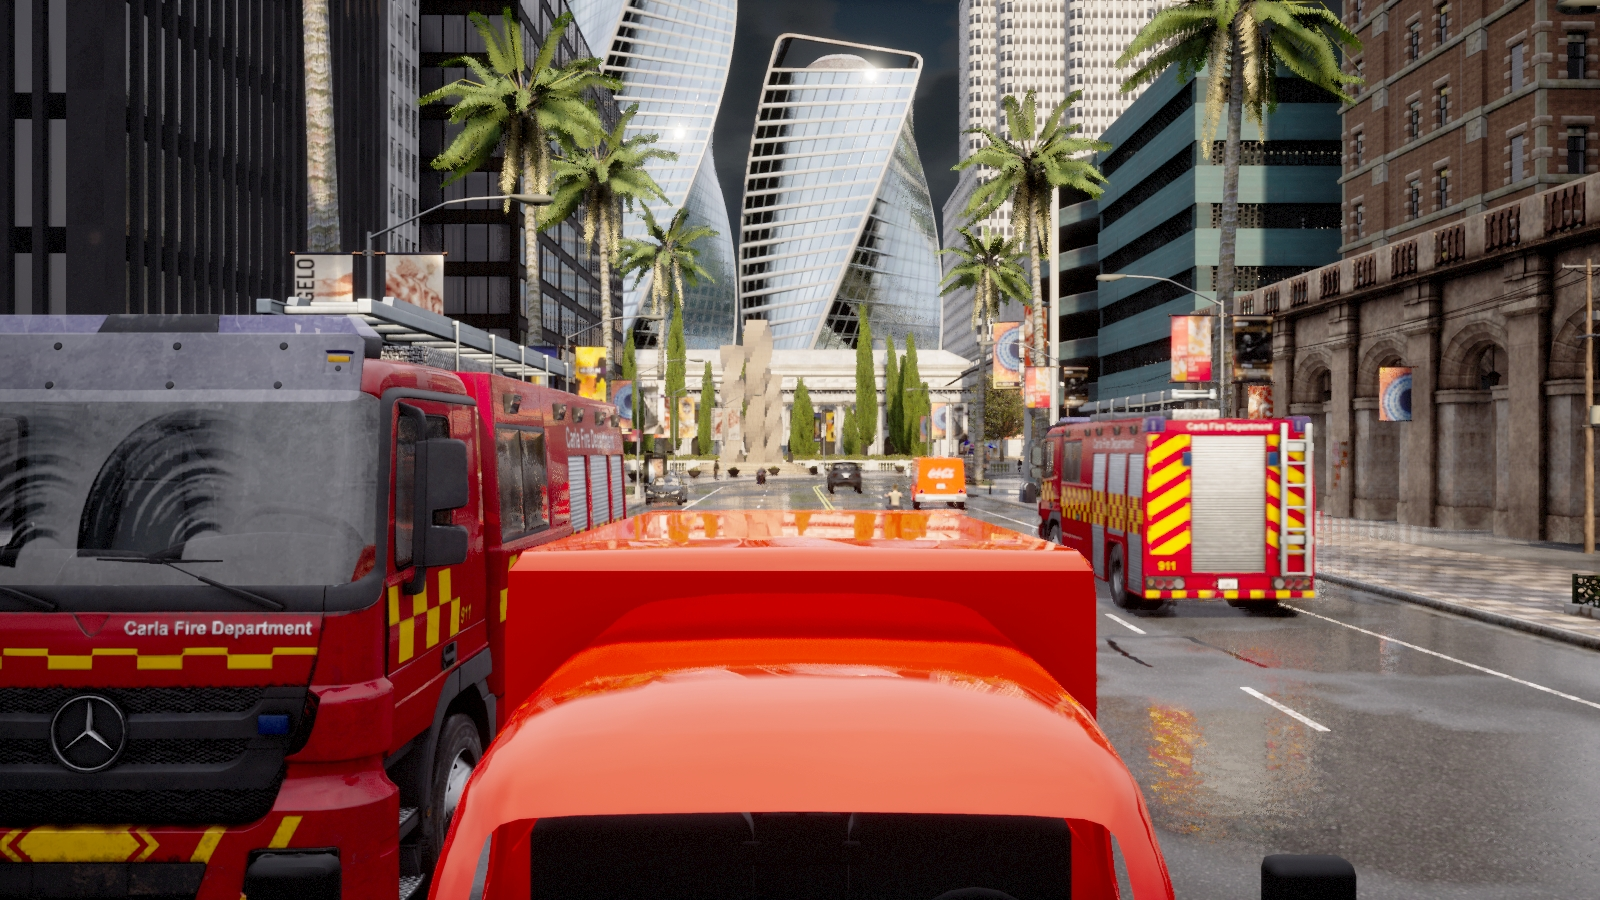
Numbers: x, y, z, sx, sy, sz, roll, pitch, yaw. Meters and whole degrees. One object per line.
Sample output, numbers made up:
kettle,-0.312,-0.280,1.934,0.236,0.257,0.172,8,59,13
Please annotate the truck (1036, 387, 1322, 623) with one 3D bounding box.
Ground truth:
truck,7.013,0.899,22.762,2.891,3.827,8.468,0,0,0

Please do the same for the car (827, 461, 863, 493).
car,2.971,1.807,77.130,2.150,2.045,5.566,0,0,-1

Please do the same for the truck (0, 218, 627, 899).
truck,-3.491,0.895,9.272,2.891,3.827,8.468,0,0,0

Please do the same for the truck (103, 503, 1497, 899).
truck,-0.001,1.571,4.755,2.627,2.467,5.204,0,0,0

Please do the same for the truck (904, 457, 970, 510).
truck,6.643,1.588,56.040,2.627,2.467,5.204,0,0,1
